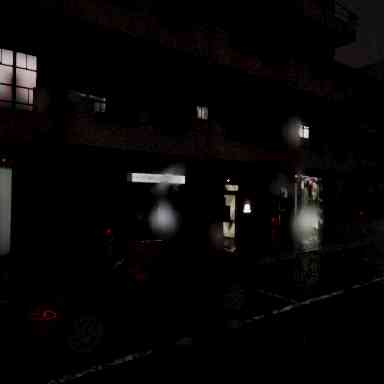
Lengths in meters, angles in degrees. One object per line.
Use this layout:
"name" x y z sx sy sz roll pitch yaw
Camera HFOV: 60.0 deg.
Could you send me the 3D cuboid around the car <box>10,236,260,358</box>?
"car" -0.740 1.546 6.022 4.507 1.381 1.887 0 1 -36
